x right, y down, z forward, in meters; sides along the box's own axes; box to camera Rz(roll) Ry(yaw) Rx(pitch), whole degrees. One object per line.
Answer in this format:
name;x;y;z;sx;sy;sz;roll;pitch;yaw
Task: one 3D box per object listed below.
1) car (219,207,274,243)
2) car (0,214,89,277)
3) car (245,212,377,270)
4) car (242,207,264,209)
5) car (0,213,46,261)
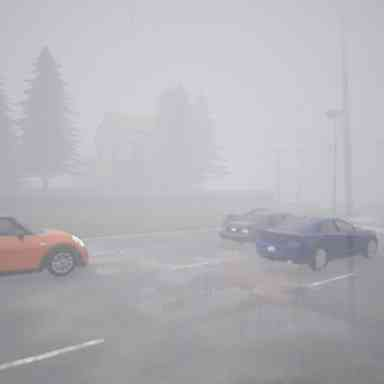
car;3.732;1.608;15.110;5.357;1.411;2.033;0;0;-36
car;-5.149;1.357;8.821;4.553;1.767;2.097;0;0;-34
car;4.349;1.529;11.262;5.008;1.535;1.882;0;0;-36
car;3.927;1.600;19.598;4.674;1.442;1.812;0;0;-36
car;-7.927;1.547;11.034;5.357;1.411;2.033;0;0;-35
